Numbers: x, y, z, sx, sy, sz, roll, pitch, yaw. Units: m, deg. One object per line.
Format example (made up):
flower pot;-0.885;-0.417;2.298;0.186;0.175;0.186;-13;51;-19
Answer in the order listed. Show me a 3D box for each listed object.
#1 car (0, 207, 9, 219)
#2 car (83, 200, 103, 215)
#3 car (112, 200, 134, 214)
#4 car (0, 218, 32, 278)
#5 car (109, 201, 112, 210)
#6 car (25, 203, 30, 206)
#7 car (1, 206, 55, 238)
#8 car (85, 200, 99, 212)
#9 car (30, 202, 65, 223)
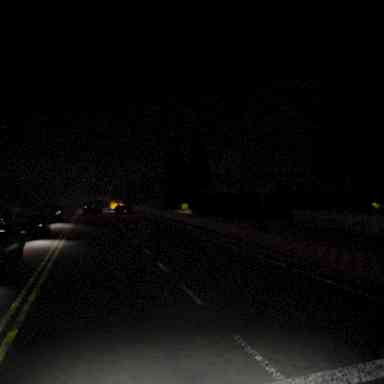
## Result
car;-14.745;1.883;24.975;1.837;1.490;4.892;-1;0;-17
car;-11.745;1.733;39.430;2.097;1.767;4.553;-1;0;-17
car;-8.102;1.913;39.485;1.895;1.301;4.718;-1;0;-17
car;-6.577;1.768;10.463;1.895;1.301;4.718;-1;0;-17
car;-11.295;1.890;49.593;1.882;1.535;5.008;-1;0;-17
car;-19.435;2.079;40.396;2.033;1.411;5.357;-1;0;-17
car;-9.306;1.780;19.246;1.812;1.442;4.674;-1;0;-17
car;-14.639;1.978;48.564;1.837;1.490;4.892;-1;0;-17
car;-12.267;1.700;28.811;2.097;1.767;4.553;-1;0;-17
